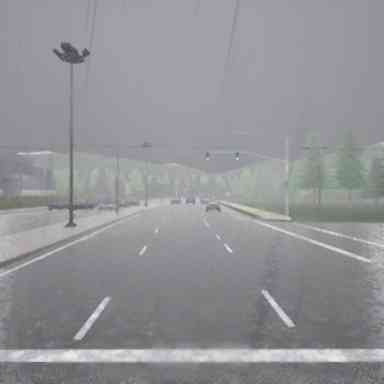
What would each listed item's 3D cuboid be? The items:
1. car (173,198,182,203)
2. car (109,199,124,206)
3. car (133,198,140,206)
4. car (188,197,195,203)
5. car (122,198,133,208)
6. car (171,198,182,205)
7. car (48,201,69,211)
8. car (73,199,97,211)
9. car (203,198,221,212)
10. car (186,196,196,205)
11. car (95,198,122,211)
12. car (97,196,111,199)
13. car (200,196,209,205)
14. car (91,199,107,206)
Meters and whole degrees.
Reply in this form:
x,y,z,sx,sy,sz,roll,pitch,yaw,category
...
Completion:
x,y,z,sx,sy,sz,roll,pitch,yaw,category
-3.672,2.196,86.214,1.994,1.385,4.181,0,0,0,car
-15.387,2.168,68.124,1.895,1.301,4.718,0,0,1,car
-11.897,1.919,67.362,2.097,1.767,4.553,0,0,1,car
-0.172,2.121,86.203,1.882,1.535,5.008,0,0,0,car
-12.020,2.046,57.343,1.994,1.385,4.181,0,0,1,car
-3.788,2.131,76.149,1.837,1.490,4.892,0,0,1,car
-19.181,2.014,48.623,1.895,1.301,4.718,0,0,1,car
-15.694,2.010,48.367,1.895,1.301,4.718,0,0,1,car
2.826,1.898,44.757,1.812,1.442,4.674,0,0,1,car
-0.291,1.853,75.843,2.150,2.045,5.566,0,0,1,car
-12.189,2.012,48.700,1.895,1.301,4.718,0,0,1,car
-15.512,1.711,58.032,2.150,2.045,5.566,0,0,1,car
3.213,2.153,76.132,1.812,1.442,4.674,0,0,1,car
-18.892,2.167,67.780,1.895,1.301,4.718,0,0,1,car
